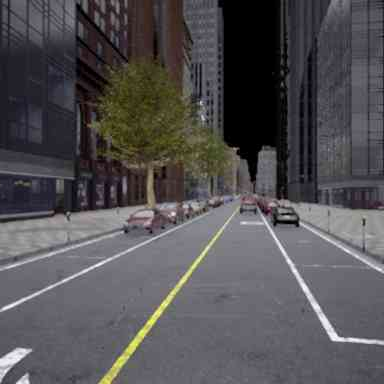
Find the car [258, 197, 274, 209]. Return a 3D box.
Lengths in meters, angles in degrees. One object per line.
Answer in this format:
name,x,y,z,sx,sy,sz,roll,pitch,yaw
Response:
car,11.417,1.657,51.816,2.192,1.841,5.009,0,0,10

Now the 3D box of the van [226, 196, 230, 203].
van,7.785,1.901,81.057,1.690,1.788,3.998,0,-1,10

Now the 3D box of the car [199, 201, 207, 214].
car,0.125,1.736,36.423,1.752,1.417,4.829,0,0,10

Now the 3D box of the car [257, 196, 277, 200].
car,9.509,1.575,40.702,2.192,1.841,5.009,0,0,10

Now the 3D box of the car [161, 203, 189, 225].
car,-1.754,1.577,25.475,1.967,1.590,4.097,0,0,10

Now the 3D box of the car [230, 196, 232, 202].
car,8.738,2.053,86.614,1.967,1.590,4.097,0,-1,10

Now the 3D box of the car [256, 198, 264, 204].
car,16.185,2.151,79.601,1.802,1.307,4.206,0,-1,10

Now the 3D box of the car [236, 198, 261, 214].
car,6.483,1.729,38.269,2.128,1.511,4.902,0,0,10

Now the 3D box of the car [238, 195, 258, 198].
car,8.225,1.532,48.400,2.150,2.045,5.566,0,0,10

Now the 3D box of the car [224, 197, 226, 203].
car,4.924,1.982,64.382,1.947,1.339,4.313,0,0,10

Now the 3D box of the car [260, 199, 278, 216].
car,8.554,1.765,35.143,1.887,1.381,4.507,0,0,10

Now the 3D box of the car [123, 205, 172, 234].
car,-2.708,1.684,19.917,1.802,1.307,4.206,0,0,10

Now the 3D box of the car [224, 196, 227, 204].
car,5.877,2.042,69.938,1.802,1.307,4.206,0,0,10

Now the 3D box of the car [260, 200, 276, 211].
car,10.462,1.867,46.257,1.947,1.339,4.313,0,0,10

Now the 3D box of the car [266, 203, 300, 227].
car,6.647,1.711,24.027,1.947,1.339,4.313,0,0,10

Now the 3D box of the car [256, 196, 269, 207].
car,13.325,1.740,62.932,2.192,1.841,5.009,0,0,10

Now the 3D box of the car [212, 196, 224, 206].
car,3.970,1.690,58.825,2.192,1.841,5.009,0,0,10

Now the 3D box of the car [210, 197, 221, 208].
car,3.015,1.878,53.265,1.887,1.381,4.507,0,0,10

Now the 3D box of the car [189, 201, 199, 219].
car,-0.801,1.755,31.033,1.802,1.307,4.206,0,0,10

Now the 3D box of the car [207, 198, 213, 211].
car,1.107,1.817,42.149,1.947,1.339,4.313,0,0,10
